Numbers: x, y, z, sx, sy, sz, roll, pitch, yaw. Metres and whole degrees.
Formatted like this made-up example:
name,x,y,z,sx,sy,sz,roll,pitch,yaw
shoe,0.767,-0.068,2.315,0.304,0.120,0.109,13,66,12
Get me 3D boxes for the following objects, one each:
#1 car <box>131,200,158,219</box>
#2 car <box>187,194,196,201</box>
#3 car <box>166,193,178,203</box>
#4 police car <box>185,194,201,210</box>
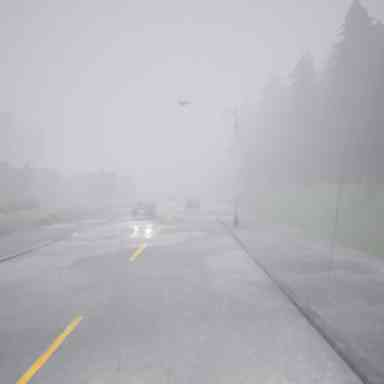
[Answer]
name,x,y,z,sx,sy,sz,roll,pitch,yaw
car,-4.082,1.491,29.347,2.128,1.511,4.902,0,0,0
car,-0.021,1.143,72.651,1.882,1.535,5.008,0,0,0
car,-4.020,1.137,67.850,2.150,2.045,5.566,0,0,0
police car,0.085,1.421,42.455,1.930,1.638,5.238,0,0,0
